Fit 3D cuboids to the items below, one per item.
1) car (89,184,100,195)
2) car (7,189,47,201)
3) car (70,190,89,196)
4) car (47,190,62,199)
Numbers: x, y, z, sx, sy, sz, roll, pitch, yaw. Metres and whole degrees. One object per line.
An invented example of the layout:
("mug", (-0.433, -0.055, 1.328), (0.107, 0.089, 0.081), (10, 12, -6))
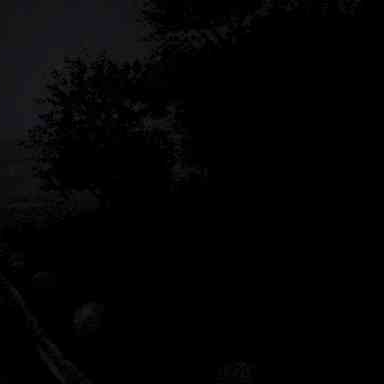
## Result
("car", (-18.867, -0.629, 62.058), (2.435, 2.045, 5.566), (0, 3, 14))
("car", (-22.880, 0.399, 45.716), (1.946, 1.575, 5.366), (0, 3, 14))
("car", (-20.248, -0.113, 56.434), (1.946, 1.575, 5.366), (0, 3, 14))
("car", (-21.559, 0.142, 51.073), (1.946, 1.575, 5.366), (0, 3, 14))
